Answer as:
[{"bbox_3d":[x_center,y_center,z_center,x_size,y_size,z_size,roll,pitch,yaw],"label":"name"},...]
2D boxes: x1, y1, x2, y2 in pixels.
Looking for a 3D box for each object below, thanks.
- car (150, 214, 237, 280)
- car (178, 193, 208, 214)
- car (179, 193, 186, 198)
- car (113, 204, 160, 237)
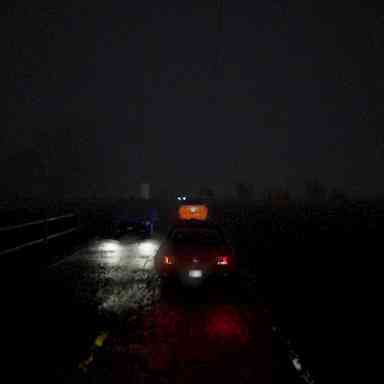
[{"bbox_3d":[0.089,1.549,9.695,1.895,1.301,4.718,0,0,0],"label":"car"},{"bbox_3d":[0.086,1.215,24.608,2.097,1.767,4.553,0,0,0],"label":"car"},{"bbox_3d":[-2.750,0.977,94.112,1.895,1.301,4.718,0,0,0],"label":"car"},{"bbox_3d":[-2.846,1.382,17.713,1.882,1.535,5.008,0,0,0],"label":"car"}]
